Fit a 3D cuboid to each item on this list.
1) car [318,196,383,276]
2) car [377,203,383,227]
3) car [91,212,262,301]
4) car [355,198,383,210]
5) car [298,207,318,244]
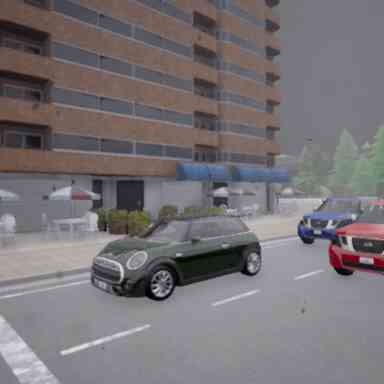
[{"bbox_3d":[6.057,1.202,9.439,5.566,2.045,2.150,0,0,-41],"label":"car"},{"bbox_3d":[13.638,1.519,22.324,1.994,1.385,4.181,-1,0,31],"label":"car"},{"bbox_3d":[-0.231,1.394,8.615,4.553,1.767,2.097,0,0,-41],"label":"car"},{"bbox_3d":[23.521,1.503,43.339,1.994,1.385,4.181,0,0,-13],"label":"car"},{"bbox_3d":[6.976,1.215,14.925,5.566,2.045,2.150,0,0,-42],"label":"car"}]
